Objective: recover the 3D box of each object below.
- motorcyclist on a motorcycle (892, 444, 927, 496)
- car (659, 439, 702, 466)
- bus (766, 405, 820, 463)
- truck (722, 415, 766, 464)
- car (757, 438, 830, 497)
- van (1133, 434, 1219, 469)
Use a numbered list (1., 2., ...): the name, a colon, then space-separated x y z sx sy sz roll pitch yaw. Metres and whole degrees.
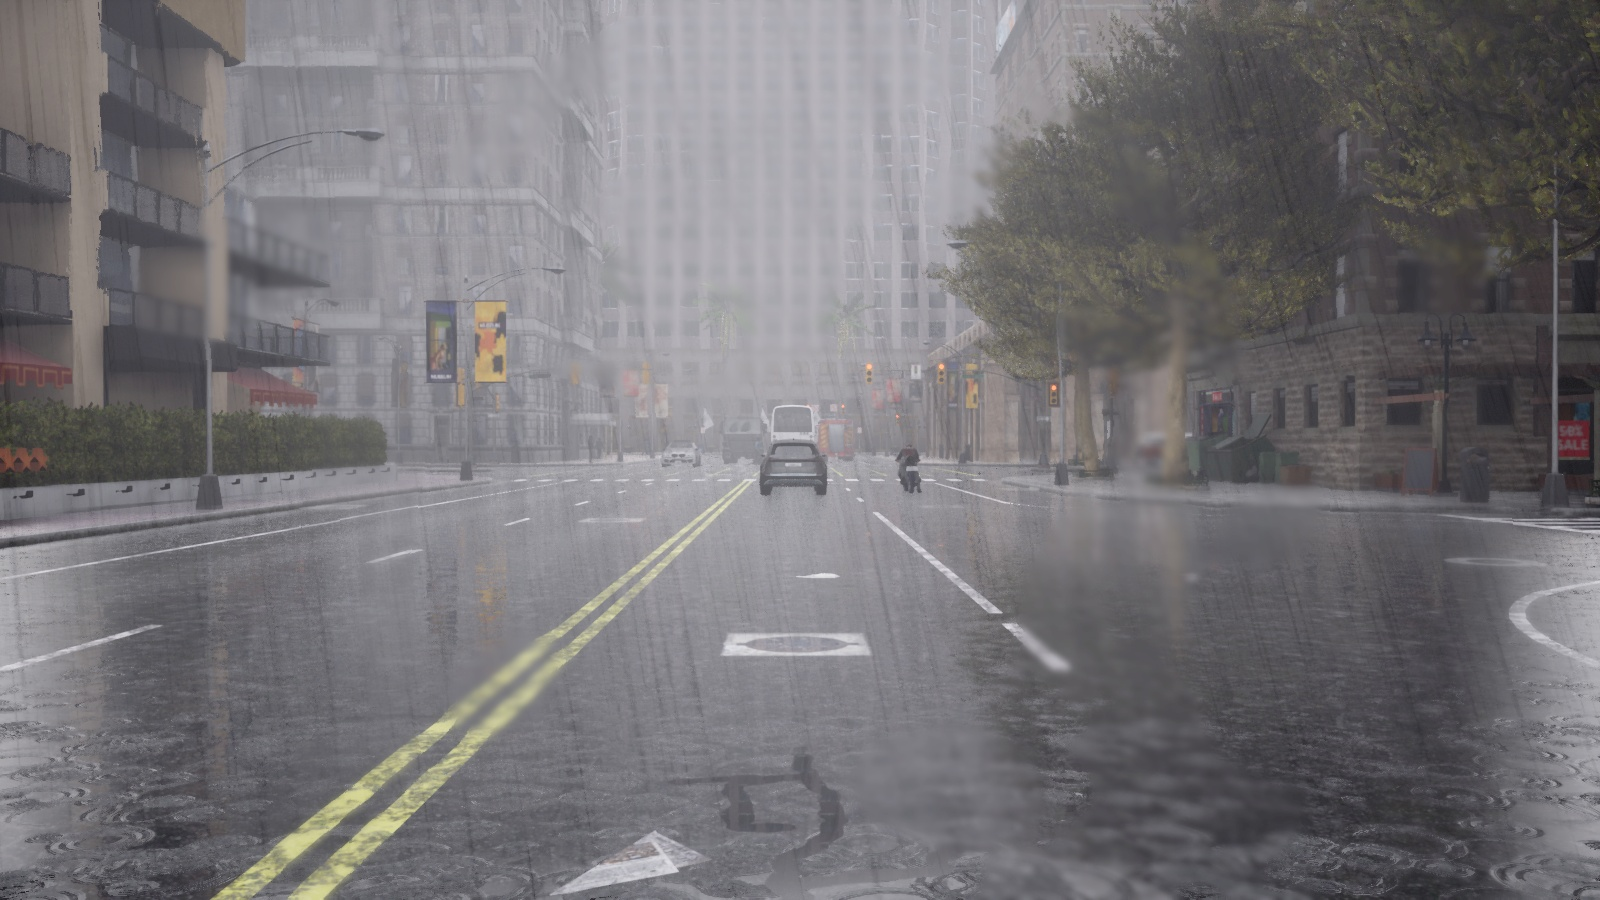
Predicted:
1. motorcyclist on a motorcycle: 3.298 0.569 38.045 0.866 1.530 2.191 0 0 0
2. car: -7.450 0.141 78.706 2.242 1.667 4.611 0 0 0
3. bus: -0.563 -1.176 96.592 3.944 4.253 10.273 0 0 0
4. truck: -4.030 -0.756 91.627 2.891 3.462 7.936 0 0 0
5. car: -0.196 0.465 37.376 2.033 1.649 4.856 0 0 0
6. van: 22.090 0.071 73.871 4.480 2.038 2.069 0 0 1
